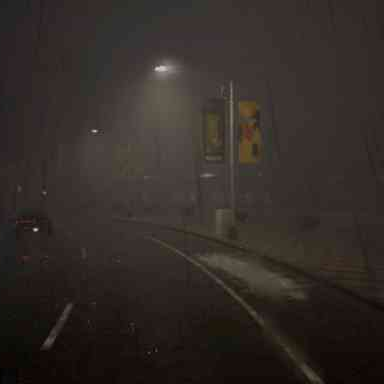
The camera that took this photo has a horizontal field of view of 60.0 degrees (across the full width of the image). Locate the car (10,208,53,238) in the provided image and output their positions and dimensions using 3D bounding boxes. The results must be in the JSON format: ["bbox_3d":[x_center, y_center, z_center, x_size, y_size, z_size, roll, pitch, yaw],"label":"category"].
[{"bbox_3d":[-9.248,1.689,19.223,1.837,1.490,4.892,1,-1,-29],"label":"car"}]
